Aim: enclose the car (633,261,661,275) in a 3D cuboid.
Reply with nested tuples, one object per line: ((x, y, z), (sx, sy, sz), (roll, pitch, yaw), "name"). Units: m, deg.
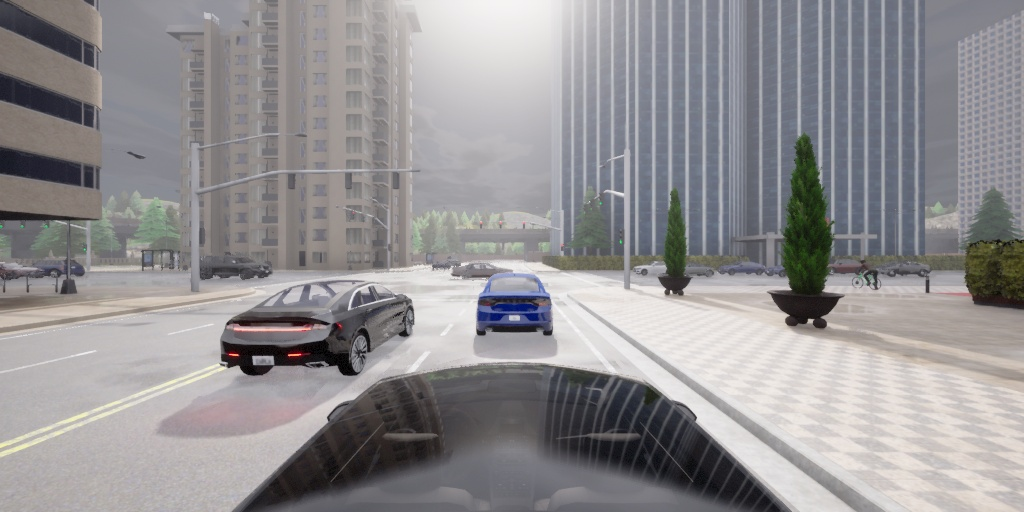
((15.191, 1.276, 37.824), (4.674, 1.442, 1.812), (0, 0, -1), "car")

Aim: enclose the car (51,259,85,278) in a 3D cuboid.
((-43.384, 1.102, 33.694), (4.553, 1.767, 2.097), (0, 0, -1), "car")

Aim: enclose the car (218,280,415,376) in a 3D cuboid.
((-3.446, 1.242, 7.416), (2.128, 1.511, 4.902), (0, 0, 0), "car")

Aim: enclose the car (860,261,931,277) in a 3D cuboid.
((37.234, 1.242, 34.538), (4.902, 1.511, 2.128), (0, 0, 0), "car")

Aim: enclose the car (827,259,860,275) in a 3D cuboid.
((34.359, 1.102, 38.014), (4.553, 1.767, 2.097), (0, 0, 0), "car")

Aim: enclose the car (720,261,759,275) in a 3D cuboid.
((24.274, 1.276, 37.917), (4.674, 1.442, 1.812), (0, 0, 0), "car")

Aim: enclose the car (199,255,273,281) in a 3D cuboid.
((-23.422, 0.972, 30.217), (5.566, 2.045, 2.150), (0, 0, -1), "car")

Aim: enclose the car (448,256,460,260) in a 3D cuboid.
((-10.588, 0.971, 64.249), (2.150, 2.045, 5.566), (0, 0, 0), "car")

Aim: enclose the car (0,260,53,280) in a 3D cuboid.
((-42.183, 1.275, 30.051), (4.674, 1.442, 1.812), (0, 0, 0), "car")

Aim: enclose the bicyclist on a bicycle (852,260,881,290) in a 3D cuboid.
((19.632, 1.051, 19.886), (0.582, 1.620, 1.656), (0, 0, -1), "bicyclist on a bicycle")

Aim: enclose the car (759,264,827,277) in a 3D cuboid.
((26.913, 1.276, 34.440), (4.674, 1.442, 1.812), (0, 0, 0), "car")

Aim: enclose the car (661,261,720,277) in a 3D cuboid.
((16.994, 1.314, 34.343), (4.181, 1.385, 1.994), (0, 0, -1), "car")

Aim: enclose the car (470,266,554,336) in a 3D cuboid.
((0.071, 1.228, 10.455), (1.882, 1.535, 5.008), (0, 0, 0), "car")

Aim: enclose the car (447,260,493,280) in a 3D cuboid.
((-2.432, 1.297, 30.436), (5.357, 1.411, 2.033), (0, 0, -1), "car")

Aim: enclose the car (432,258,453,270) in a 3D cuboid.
((-10.621, 1.351, 53.575), (1.895, 1.301, 4.718), (0, 0, 0), "car")
